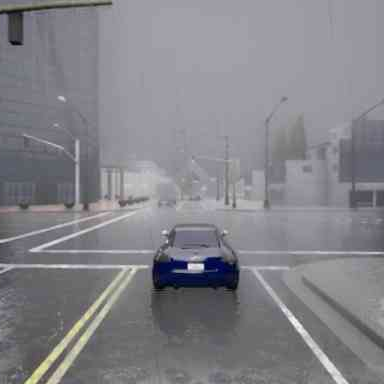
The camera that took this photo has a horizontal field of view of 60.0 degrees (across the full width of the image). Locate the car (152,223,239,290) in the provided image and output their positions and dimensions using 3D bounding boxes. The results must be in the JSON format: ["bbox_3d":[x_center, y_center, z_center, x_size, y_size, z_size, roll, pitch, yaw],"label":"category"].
[{"bbox_3d":[0.085,1.530,9.002,1.994,1.385,4.181,0,0,0],"label":"car"}]

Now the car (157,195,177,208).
[{"bbox_3d":[-3.591,1.317,45.436,2.128,1.511,4.902,0,0,0],"label":"car"}]

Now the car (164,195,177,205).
[{"bbox_3d":[-3.547,1.291,55.836,1.837,1.490,4.892,0,0,0],"label":"car"}]

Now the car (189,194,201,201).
[{"bbox_3d":[0.723,1.252,71.379,2.128,1.511,4.902,0,0,12],"label":"car"}]
